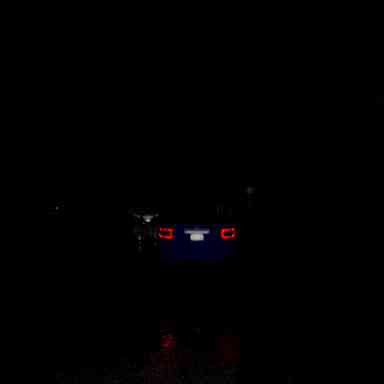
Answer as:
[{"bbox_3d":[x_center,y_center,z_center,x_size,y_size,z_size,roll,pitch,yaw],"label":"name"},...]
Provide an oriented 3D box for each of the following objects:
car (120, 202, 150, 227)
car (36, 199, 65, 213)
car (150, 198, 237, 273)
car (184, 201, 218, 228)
[{"bbox_3d":[-3.603,1.455,22.595,2.128,1.511,4.902,0,0,-23],"label":"car"},{"bbox_3d":[-15.508,1.508,36.342,1.994,1.385,4.181,0,0,-42],"label":"car"},{"bbox_3d":[0.132,1.202,10.768,2.150,2.045,5.566,0,0,0],"label":"car"},{"bbox_3d":[0.767,1.441,23.140,1.882,1.535,5.008,0,0,8],"label":"car"}]
